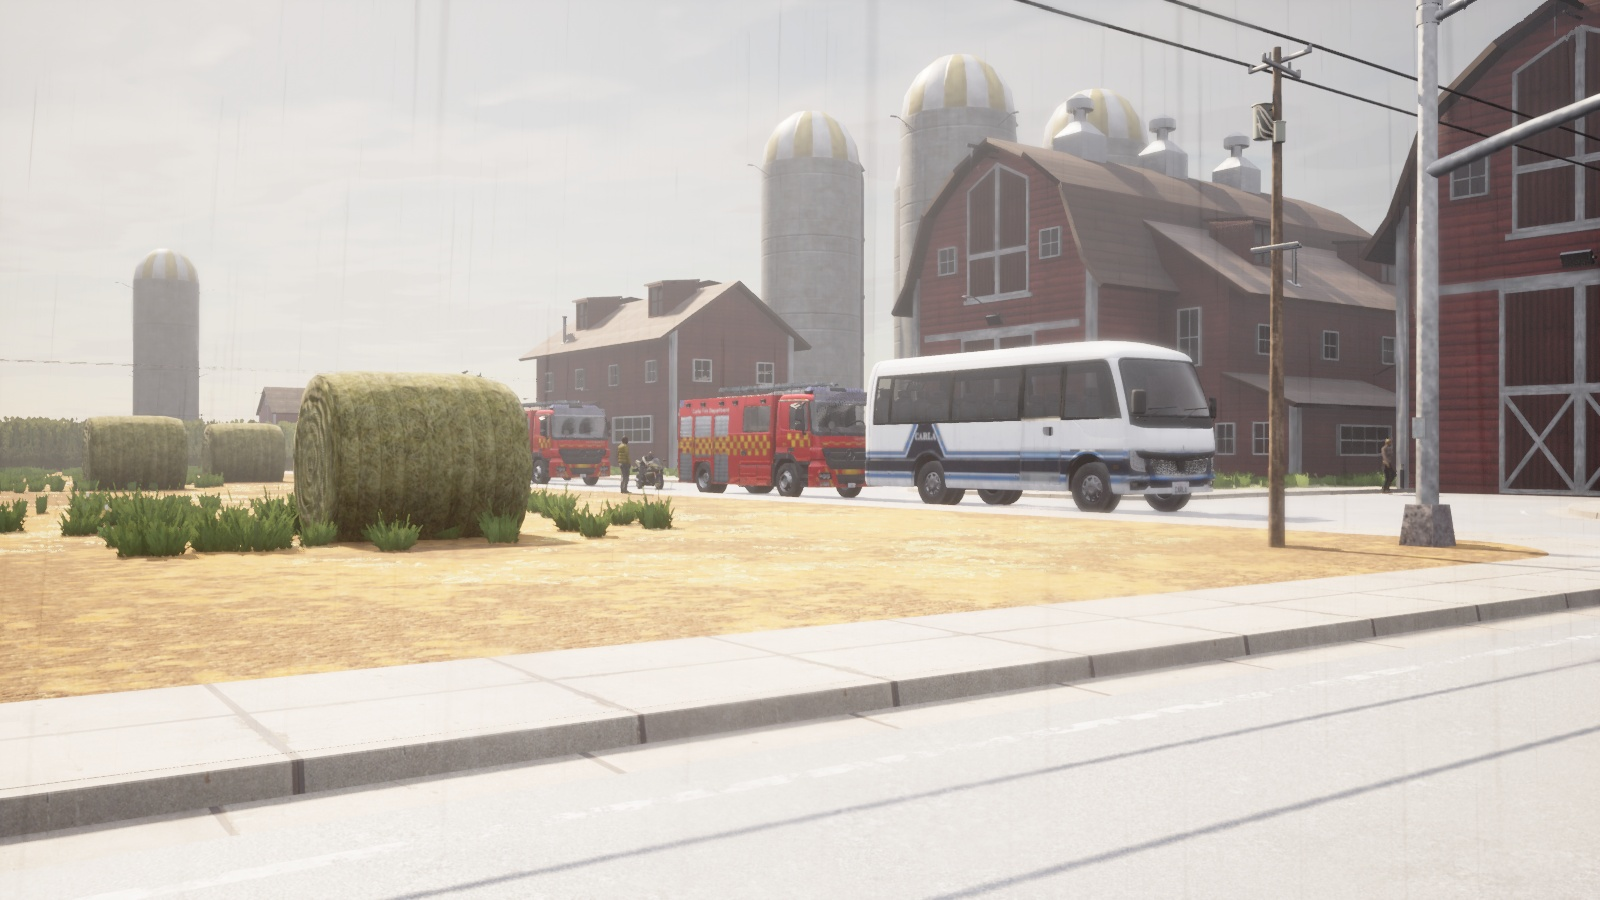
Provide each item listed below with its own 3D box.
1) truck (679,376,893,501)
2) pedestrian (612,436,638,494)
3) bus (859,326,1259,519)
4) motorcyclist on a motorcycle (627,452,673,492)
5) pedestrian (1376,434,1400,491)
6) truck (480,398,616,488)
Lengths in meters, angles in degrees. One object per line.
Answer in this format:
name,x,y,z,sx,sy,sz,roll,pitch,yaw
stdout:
truck,-0.707,-0.342,42.652,2.891,3.827,8.468,0,0,-36
pedestrian,-5.550,0.475,39.770,0.726,1.835,0.370,0,0,-38
bus,6.317,-0.595,32.948,3.944,4.253,10.273,0,0,-36
motorcyclist on a motorcycle,-5.970,0.870,49.922,0.866,1.530,2.191,-1,0,-36
pedestrian,19.274,0.420,41.175,0.331,1.846,0.634,0,0,-36
truck,-11.782,-0.279,57.958,2.891,3.827,8.468,0,0,-36
